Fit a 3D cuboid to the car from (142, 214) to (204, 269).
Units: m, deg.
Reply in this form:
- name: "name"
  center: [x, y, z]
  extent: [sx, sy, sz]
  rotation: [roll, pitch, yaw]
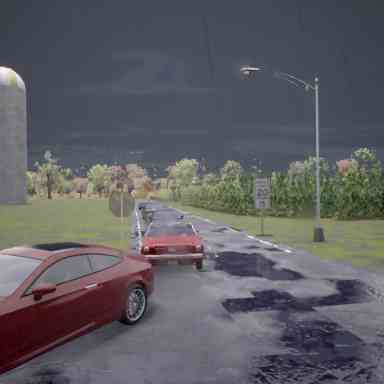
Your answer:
- name: "car"
  center: [-0.709, 1.664, 11.370]
  extent: [1.895, 1.301, 4.718]
  rotation: [-1, 0, -5]

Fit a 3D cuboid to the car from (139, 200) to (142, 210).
- name: "car"
  center: [-3.501, 1.702, 29.871]
  extent: [1.994, 1.385, 4.181]
  rotation: [-1, 0, -10]

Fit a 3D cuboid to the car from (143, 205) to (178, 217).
- name: "car"
  center: [-1.413, 1.650, 17.817]
  extent: [1.994, 1.385, 4.181]
  rotation: [-1, 0, -10]

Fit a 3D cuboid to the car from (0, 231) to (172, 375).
- name: "car"
  center: [-2.370, 1.557, 5.056]
  extent: [1.812, 1.442, 4.674]
  rotation: [0, -1, 29]

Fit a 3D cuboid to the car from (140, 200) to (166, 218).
- name: "car"
  center: [-2.376, 1.601, 23.452]
  extent: [2.128, 1.511, 4.902]
  rotation: [-1, 0, -10]
